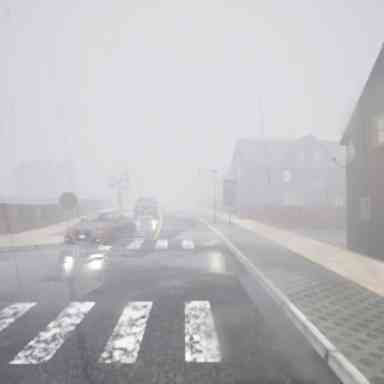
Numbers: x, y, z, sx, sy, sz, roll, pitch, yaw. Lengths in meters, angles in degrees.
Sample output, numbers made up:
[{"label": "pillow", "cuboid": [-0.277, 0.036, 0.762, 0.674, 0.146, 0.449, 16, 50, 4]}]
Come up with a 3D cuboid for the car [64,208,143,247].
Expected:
[{"label": "car", "cuboid": [-4.124, 1.672, 15.696, 1.994, 1.385, 4.181, 0, 0, 12]}]

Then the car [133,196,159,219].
[{"label": "car", "cuboid": [-4.406, 1.439, 32.167, 2.150, 2.045, 5.566, 0, 0, -6]}]

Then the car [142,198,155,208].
[{"label": "car", "cuboid": [-6.813, 1.699, 51.809, 1.837, 1.490, 4.892, 0, 0, -9]}]
